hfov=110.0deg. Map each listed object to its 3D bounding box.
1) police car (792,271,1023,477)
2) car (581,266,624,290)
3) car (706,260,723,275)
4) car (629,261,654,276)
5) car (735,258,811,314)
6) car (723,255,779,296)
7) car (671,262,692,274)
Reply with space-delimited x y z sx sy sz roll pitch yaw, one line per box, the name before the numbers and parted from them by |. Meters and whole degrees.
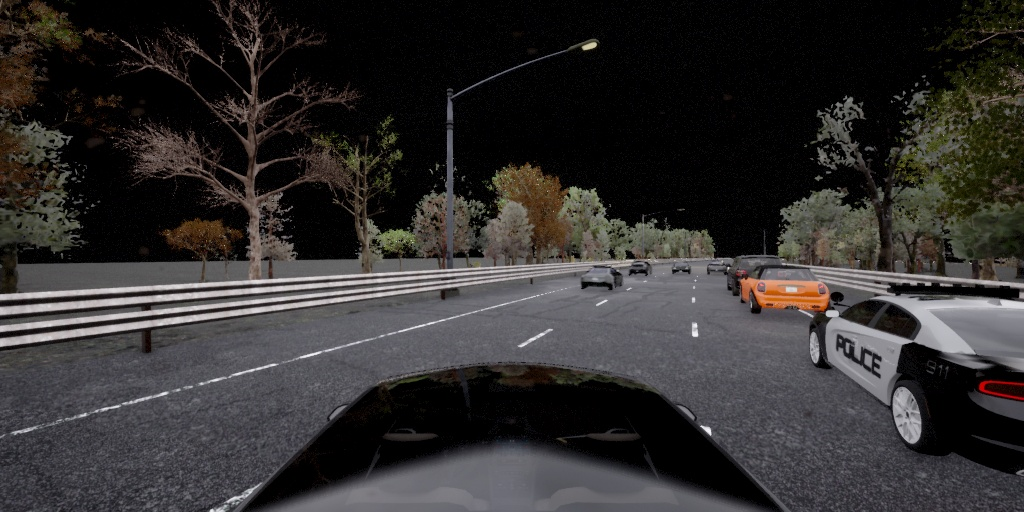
police car | 5.608 1.175 4.699 1.930 1.638 5.238 0 0 26
car | 5.778 1.317 22.718 1.994 1.385 4.181 0 0 27
car | 22.453 1.261 39.317 2.128 1.511 4.902 0 0 29
car | 13.409 1.267 37.189 1.837 1.490 4.892 0 0 28
car | 9.934 1.102 13.421 2.097 1.767 4.553 0 0 27
car | 12.647 0.978 18.754 2.150 2.045 5.566 0 0 27
car | 19.342 1.370 40.798 1.895 1.301 4.718 0 0 29
